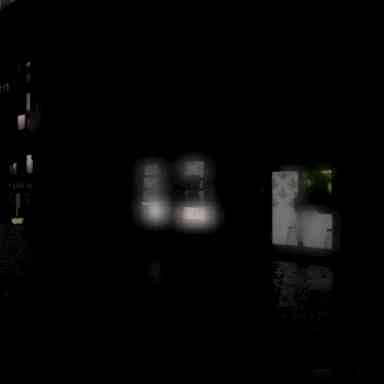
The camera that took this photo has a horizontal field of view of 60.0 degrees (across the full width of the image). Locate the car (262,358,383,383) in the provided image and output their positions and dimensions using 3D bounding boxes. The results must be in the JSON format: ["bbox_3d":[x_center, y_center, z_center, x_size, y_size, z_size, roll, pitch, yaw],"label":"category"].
[{"bbox_3d":[2.116,1.566,1.369,4.313,1.339,1.947,0,0,35],"label":"car"}]
